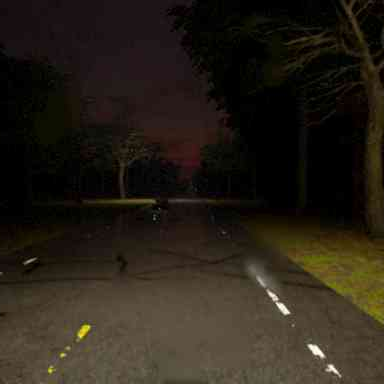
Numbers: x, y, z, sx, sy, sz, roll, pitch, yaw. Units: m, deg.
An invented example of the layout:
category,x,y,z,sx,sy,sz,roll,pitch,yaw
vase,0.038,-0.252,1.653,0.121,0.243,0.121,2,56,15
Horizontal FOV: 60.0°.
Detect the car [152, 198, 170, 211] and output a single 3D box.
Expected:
category,x,y,z,sx,sy,sz,roll,pitch,yaw
car,-3.587,1.465,39.504,2.033,1.411,5.357,0,0,0
